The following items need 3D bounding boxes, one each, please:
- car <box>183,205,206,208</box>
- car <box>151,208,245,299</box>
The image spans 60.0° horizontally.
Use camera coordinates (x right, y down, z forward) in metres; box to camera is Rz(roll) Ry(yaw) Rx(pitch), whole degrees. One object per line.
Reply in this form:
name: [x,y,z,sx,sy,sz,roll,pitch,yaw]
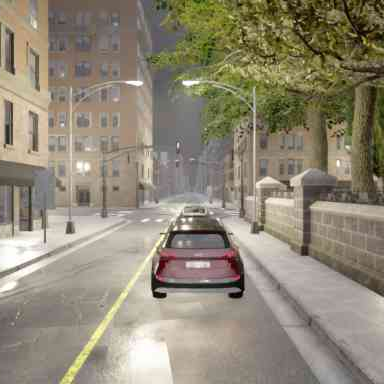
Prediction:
car: [0.141,1.503,18.339,1.837,1.490,4.892,0,0,0]
car: [0.119,1.430,8.492,2.033,1.649,4.856,0,0,0]
